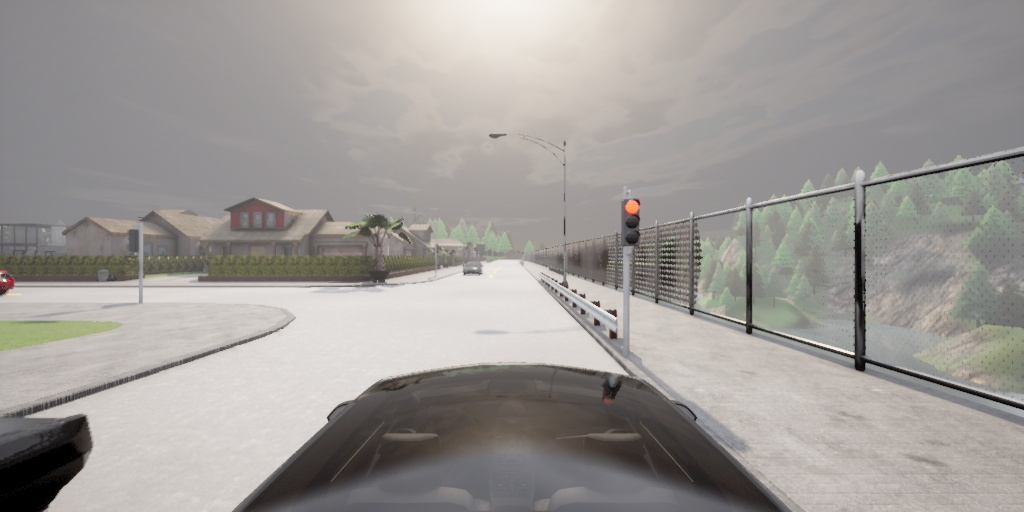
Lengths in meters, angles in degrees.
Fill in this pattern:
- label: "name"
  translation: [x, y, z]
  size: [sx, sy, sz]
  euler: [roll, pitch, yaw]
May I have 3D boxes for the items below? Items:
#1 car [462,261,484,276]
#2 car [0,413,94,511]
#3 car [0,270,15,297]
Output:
- label: "car"
  translation: [-4.008, 1.305, 37.449]
  size: [1.837, 1.490, 4.892]
  euler: [0, 1, 0]
- label: "car"
  translation: [-3.999, 1.355, 0.340]
  size: [1.895, 1.301, 4.718]
  euler: [0, 0, 0]
- label: "car"
  translation: [-26.670, 0.965, 16.444]
  size: [5.566, 2.045, 2.150]
  euler: [0, 0, 0]
